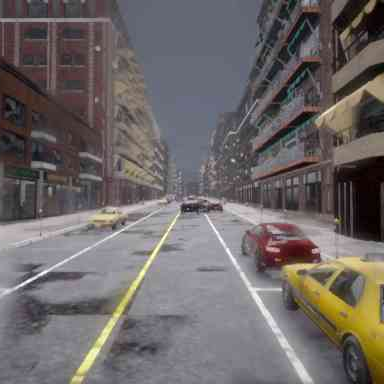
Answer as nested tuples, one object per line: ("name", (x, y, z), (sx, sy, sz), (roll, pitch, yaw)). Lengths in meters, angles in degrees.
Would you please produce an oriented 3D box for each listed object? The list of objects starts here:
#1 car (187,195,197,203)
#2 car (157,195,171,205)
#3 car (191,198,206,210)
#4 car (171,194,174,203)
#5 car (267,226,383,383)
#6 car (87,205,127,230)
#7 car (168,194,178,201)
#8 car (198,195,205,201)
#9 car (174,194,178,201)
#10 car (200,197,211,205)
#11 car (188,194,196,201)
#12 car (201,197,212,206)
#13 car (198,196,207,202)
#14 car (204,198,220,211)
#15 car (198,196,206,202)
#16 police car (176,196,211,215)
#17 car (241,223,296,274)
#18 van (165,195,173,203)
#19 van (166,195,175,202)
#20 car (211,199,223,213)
("car", (0.000, 1.508, 70.253), (1.882, 1.535, 5.008), (0, 0, 0))
("car", (-5.296, 1.645, 59.884), (1.752, 1.417, 4.829), (2, 0, 0))
("car", (0.825, 1.596, 44.537), (1.812, 1.442, 4.674), (0, 0, 0))
("car", (-5.290, 1.455, 65.587), (2.192, 1.841, 5.009), (2, 0, 0))
("car", (2.586, 1.527, 4.860), (1.752, 1.417, 4.829), (2, 0, 0))
("car", (-5.294, 1.544, 21.177), (1.752, 1.417, 4.829), (2, 0, 0))
("car", (-5.292, 1.581, 93.238), (2.192, 1.841, 5.009), (1, 0, 0))
("car", (2.593, 1.706, 93.177), (1.967, 1.590, 4.097), (1, 0, 0))
("car", (-2.751, 1.663, 75.993), (1.812, 1.442, 4.674), (0, 0, 0))
("car", (2.583, 1.691, 65.523), (2.008, 1.369, 4.403), (1, 0, 0))
("car", (0.000, 1.452, 85.229), (2.097, 1.767, 4.553), (0, 0, 0))
("car", (2.584, 1.665, 59.991), (1.887, 1.381, 4.507), (1, 0, 0))
("car", (2.584, 1.754, 82.115), (1.887, 1.381, 4.507), (1, 0, 0))
("car", (2.585, 1.592, 43.571), (1.752, 1.417, 4.829), (1, 0, 0))
("car", (2.583, 1.781, 87.645), (1.887, 1.381, 4.507), (1, 0, 0))
("police car", (0.272, 1.479, 34.924), (1.930, 1.638, 5.238), (-1, -1, 15))
("car", (2.584, 1.588, 10.219), (1.802, 1.307, 4.206), (1, 0, 0))
("van", (-5.291, 1.525, 76.645), (1.690, 1.788, 3.998), (2, 0, 0))
("van", (-5.292, 1.551, 82.177), (1.690, 1.788, 3.998), (1, 0, 0))
("car", (2.584, 1.597, 37.869), (1.887, 1.381, 4.507), (1, 0, 0))
